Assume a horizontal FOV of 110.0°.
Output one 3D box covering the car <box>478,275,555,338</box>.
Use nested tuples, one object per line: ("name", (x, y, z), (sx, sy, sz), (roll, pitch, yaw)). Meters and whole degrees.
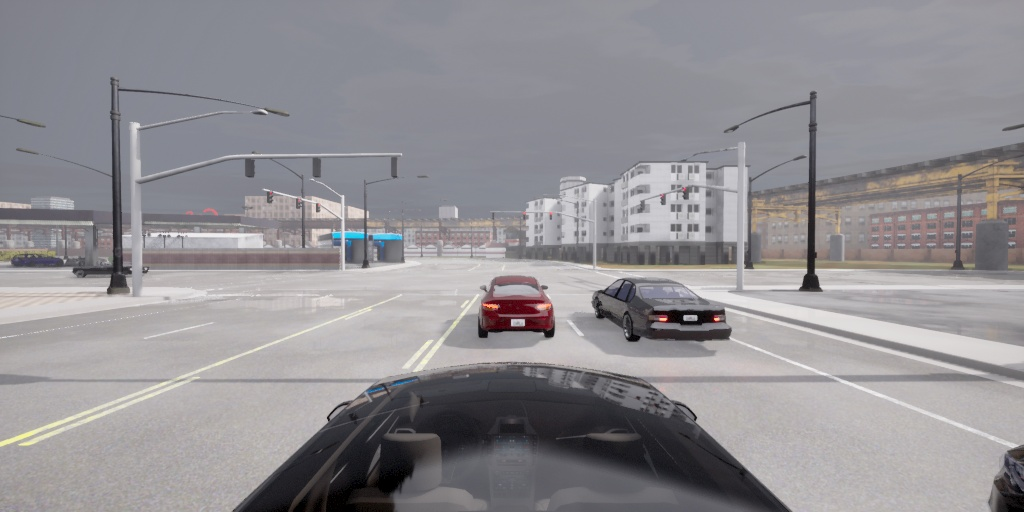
("car", (0.069, 1.257, 10.000), (1.812, 1.442, 4.674), (0, 0, -1))

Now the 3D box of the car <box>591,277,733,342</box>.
("car", (3.580, 1.283, 9.716), (2.033, 1.411, 5.357), (0, 0, 0))

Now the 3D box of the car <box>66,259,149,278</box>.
("car", (-33.758, 1.137, 30.184), (4.718, 1.301, 1.895), (0, 1, -1))
